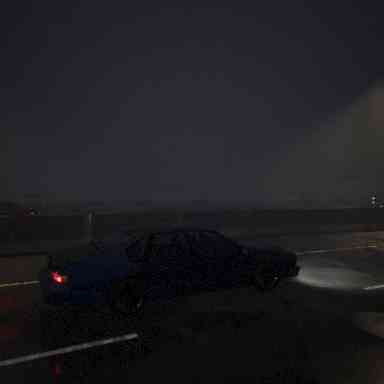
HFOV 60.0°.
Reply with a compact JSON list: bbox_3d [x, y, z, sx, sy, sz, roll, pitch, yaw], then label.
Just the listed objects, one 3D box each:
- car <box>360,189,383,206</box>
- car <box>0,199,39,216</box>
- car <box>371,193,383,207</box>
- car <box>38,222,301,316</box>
[{"bbox_3d":[22.518,0.710,38.934,5.566,2.045,2.150,0,1,-16],"label":"car"},{"bbox_3d":[-9.095,1.034,14.312,4.674,1.442,1.812,0,1,-29],"label":"car"},{"bbox_3d":[22.152,1.115,35.204,5.357,1.411,2.033,1,1,-17],"label":"car"},{"bbox_3d":[-0.269,1.374,6.978,5.357,1.411,2.033,0,1,-28],"label":"car"}]
